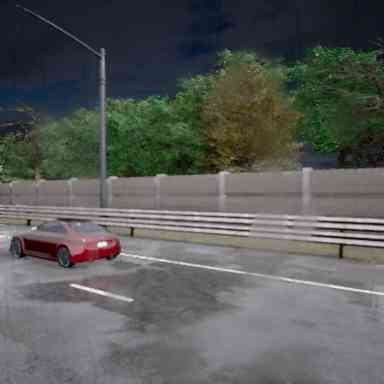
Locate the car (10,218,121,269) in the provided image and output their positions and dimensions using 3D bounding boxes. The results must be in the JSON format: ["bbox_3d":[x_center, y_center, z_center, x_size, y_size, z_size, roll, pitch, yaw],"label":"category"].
[{"bbox_3d":[-4.404,1.596,11.431,4.181,1.385,1.994,0,0,36],"label":"car"}]
